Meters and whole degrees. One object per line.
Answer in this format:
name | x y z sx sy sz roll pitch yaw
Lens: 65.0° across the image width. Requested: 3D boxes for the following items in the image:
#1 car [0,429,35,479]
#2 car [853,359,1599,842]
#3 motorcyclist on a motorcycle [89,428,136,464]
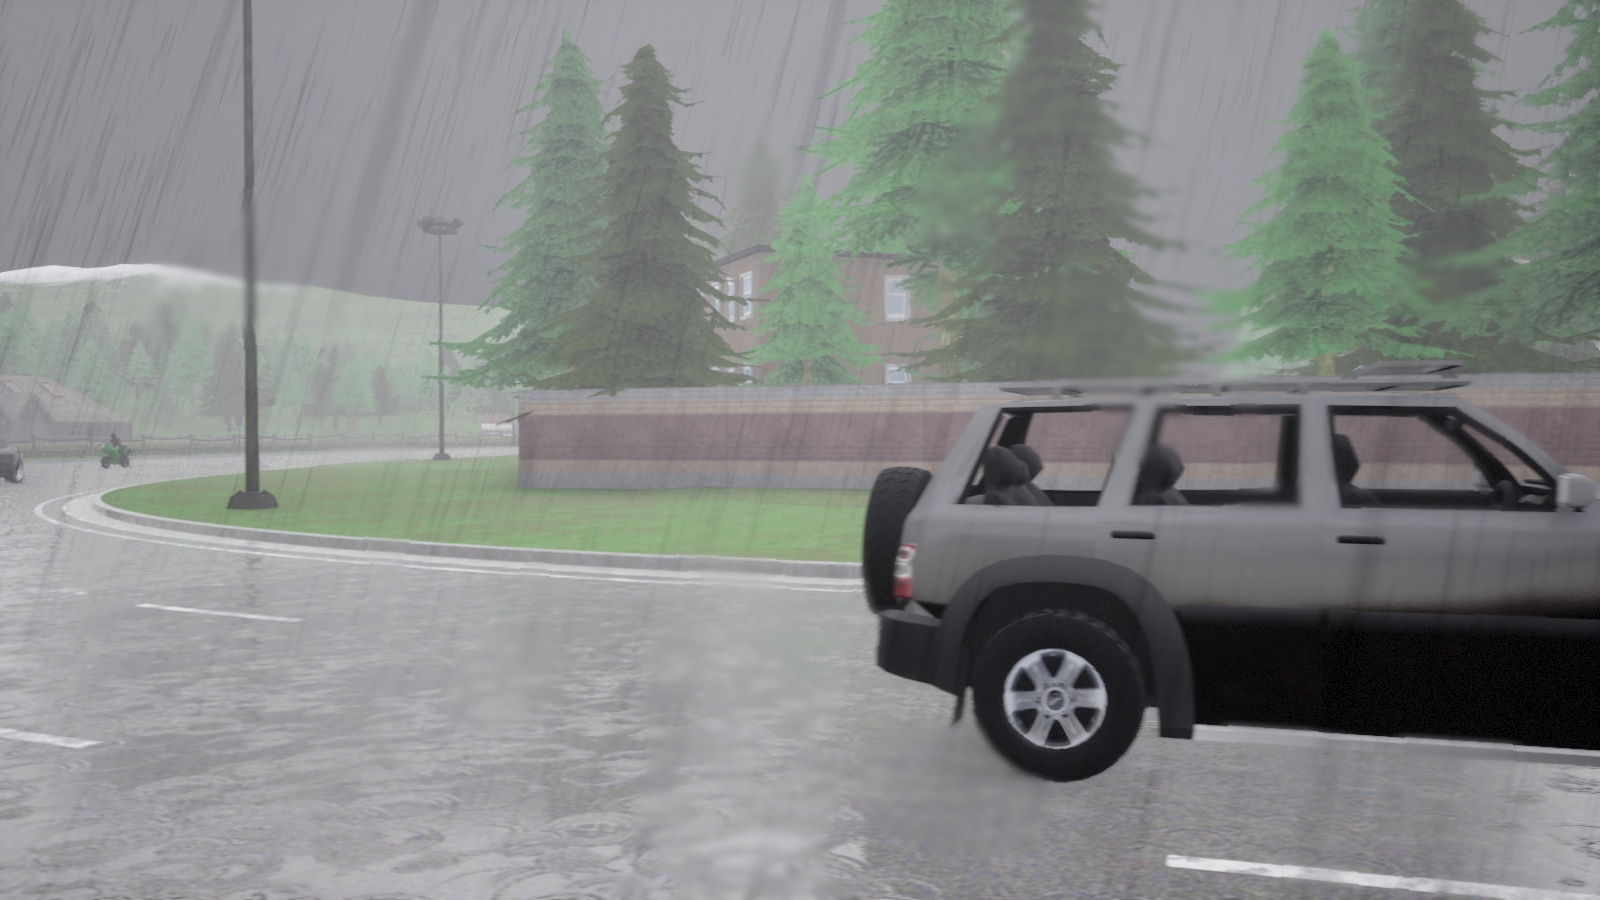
car | -24.983 0.123 37.261 2.163 1.488 4.792 0 1 -8
car | 2.734 0.559 5.939 4.605 1.855 1.932 1 1 18
motorcyclist on a motorcycle | -29.423 -0.178 53.771 0.797 1.523 2.044 1 1 2
